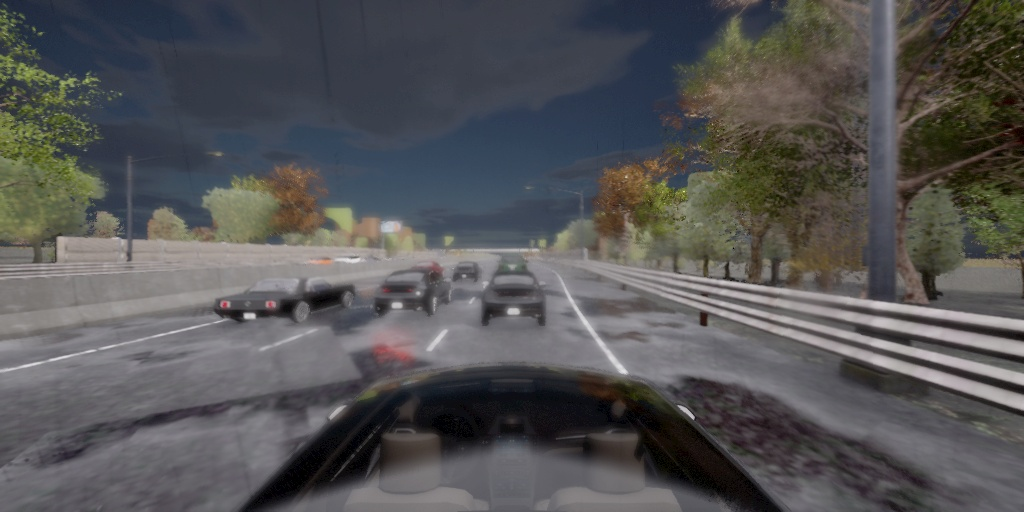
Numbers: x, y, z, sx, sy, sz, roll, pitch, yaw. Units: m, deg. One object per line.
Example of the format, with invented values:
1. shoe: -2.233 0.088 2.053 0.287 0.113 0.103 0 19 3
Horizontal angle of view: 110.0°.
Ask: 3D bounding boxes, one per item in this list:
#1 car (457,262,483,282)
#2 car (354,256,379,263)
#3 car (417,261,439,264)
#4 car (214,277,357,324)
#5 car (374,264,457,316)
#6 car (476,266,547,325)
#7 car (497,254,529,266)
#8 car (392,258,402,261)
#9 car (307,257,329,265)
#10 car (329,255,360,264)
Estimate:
1. car: -3.429 1.178 28.251 1.837 1.490 4.892 0 1 0
2. car: -21.050 1.161 53.773 2.033 1.411 5.357 0 0 1
3. car: -6.925 1.144 29.776 1.882 1.535 5.008 0 0 0
4. car: -6.938 1.319 11.755 1.895 1.301 4.718 0 0 0
5. car: -3.428 1.220 13.162 1.837 1.490 4.892 0 0 0
6. car: 0.062 1.221 11.689 1.837 1.490 4.892 0 -1 0
7. car: 0.064 0.898 27.083 2.150 2.045 5.566 0 0 0
8. car: -17.558 1.104 54.473 2.128 1.511 4.902 0 0 0
9. car: -28.053 0.967 52.670 2.097 1.767 4.553 0 0 0
10. car: -24.550 0.833 53.796 2.150 2.045 5.566 0 0 1
